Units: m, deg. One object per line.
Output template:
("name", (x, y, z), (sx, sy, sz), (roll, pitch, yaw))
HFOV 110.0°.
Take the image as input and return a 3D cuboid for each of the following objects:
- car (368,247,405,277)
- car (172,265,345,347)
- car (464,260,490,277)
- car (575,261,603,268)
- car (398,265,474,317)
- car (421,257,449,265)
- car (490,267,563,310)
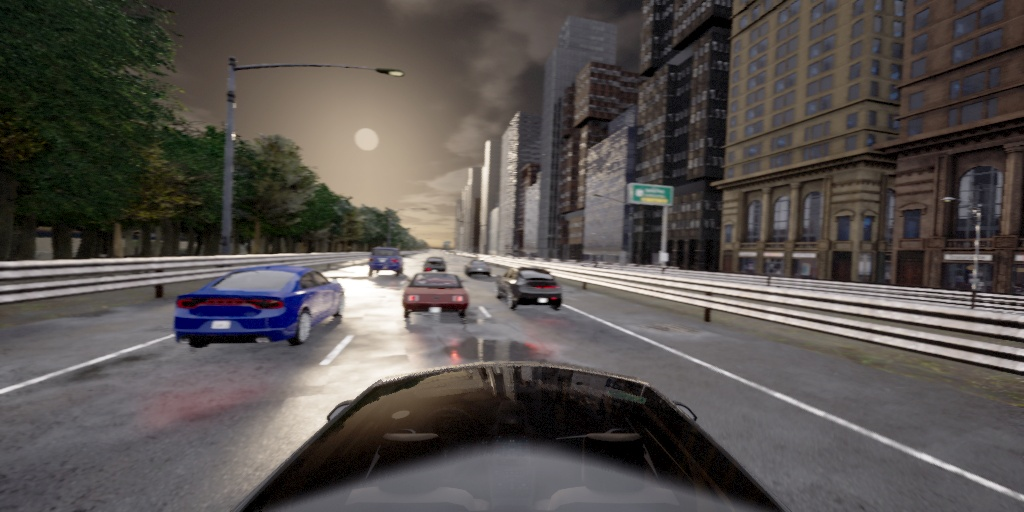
("car", (-9.403, 0.397, 27.103), (2.150, 2.045, 5.566), (2, 0, -12))
("car", (-5.349, 0.955, 8.382), (1.882, 1.535, 5.008), (2, 0, -12))
("car", (-2.947, 0.990, 30.258), (1.994, 1.385, 4.181), (2, 0, -12))
("car", (11.048, 1.495, 52.386), (1.882, 1.535, 5.008), (2, 1, -30))
("car", (-2.576, 1.168, 12.080), (1.895, 1.301, 4.718), (2, 0, -12))
("car", (-6.209, 0.803, 28.816), (1.837, 1.490, 4.892), (2, 0, -12))
("car", (0.523, 1.186, 14.309), (1.837, 1.490, 4.892), (2, 0, -12))
